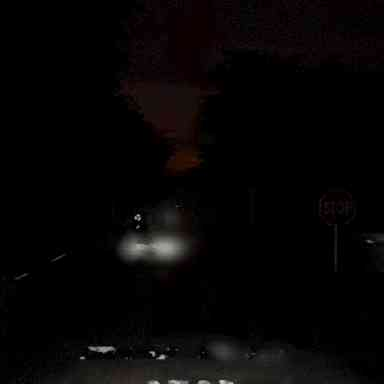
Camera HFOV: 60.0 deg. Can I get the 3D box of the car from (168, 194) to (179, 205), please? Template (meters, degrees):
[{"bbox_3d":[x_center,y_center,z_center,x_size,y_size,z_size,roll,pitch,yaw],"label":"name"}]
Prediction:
[{"bbox_3d":[-3.164,1.400,41.633,2.128,1.511,4.902,0,0,0],"label":"car"}]

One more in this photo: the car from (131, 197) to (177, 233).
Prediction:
[{"bbox_3d":[-2.427,1.323,19.330,2.097,1.767,4.553,0,0,-12],"label":"car"}]

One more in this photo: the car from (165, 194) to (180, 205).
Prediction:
[{"bbox_3d":[-3.153,1.196,54.093,2.097,1.767,4.553,0,0,0],"label":"car"}]

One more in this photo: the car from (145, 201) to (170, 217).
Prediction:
[{"bbox_3d":[-3.148,1.548,31.533,1.895,1.301,4.718,0,0,0],"label":"car"}]
